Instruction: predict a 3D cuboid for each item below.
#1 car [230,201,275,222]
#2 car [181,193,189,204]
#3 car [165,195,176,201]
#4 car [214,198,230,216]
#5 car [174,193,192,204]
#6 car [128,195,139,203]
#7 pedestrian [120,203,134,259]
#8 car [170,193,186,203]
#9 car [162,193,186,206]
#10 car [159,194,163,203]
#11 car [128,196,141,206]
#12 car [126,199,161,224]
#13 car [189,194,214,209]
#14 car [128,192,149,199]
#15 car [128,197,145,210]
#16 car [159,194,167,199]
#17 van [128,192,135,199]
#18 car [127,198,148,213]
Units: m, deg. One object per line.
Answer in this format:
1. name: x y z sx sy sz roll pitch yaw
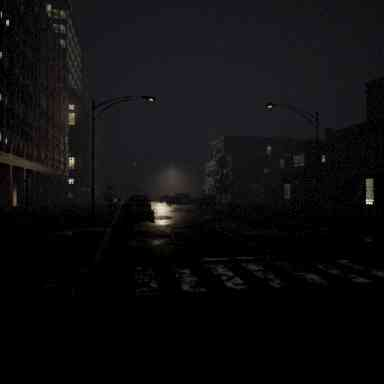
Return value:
1. car: 4.654 1.442 25.141 1.752 1.417 4.829 1 0 -11
2. car: -0.609 1.328 52.322 1.752 1.417 4.829 1 0 -11
3. car: -4.787 1.286 73.899 1.947 1.339 4.313 1 0 -11
4. car: 3.634 1.475 30.411 1.802 1.307 4.206 1 0 -11
5. car: -1.627 1.097 57.591 2.192 1.841 5.009 1 0 -11
6. car: -10.910 1.281 61.436 1.947 1.339 4.313 1 0 -11
7. pedestrian: -2.093 1.215 10.740 0.375 1.860 0.375 1 0 -11
8. car: -2.679 1.076 63.026 2.192 1.841 5.009 1 0 -11
9. car: -2.718 1.344 49.589 2.033 1.411 5.357 0 0 -11
10. car: -4.963 1.257 61.179 1.837 1.490 4.892 0 0 -11
11. car: -8.772 1.283 50.397 1.752 1.417 4.829 1 0 -11
12. car: -3.542 1.422 23.384 2.008 1.369 4.403 1 0 -11
13. car: 1.531 1.162 41.282 2.192 1.841 5.009 1 0 -11
14. car: -4.592 1.162 28.819 2.192 1.841 5.009 1 0 -11
15. car: -6.699 1.345 39.692 1.887 1.381 4.507 1 0 -11
16. car: -7.945 1.244 90.207 1.802 1.307 4.206 1 0 -11
17. van: -16.171 0.958 88.615 1.690 1.788 3.998 1 0 -11
18. car: -5.647 1.374 34.256 2.008 1.369 4.403 1 0 -11
